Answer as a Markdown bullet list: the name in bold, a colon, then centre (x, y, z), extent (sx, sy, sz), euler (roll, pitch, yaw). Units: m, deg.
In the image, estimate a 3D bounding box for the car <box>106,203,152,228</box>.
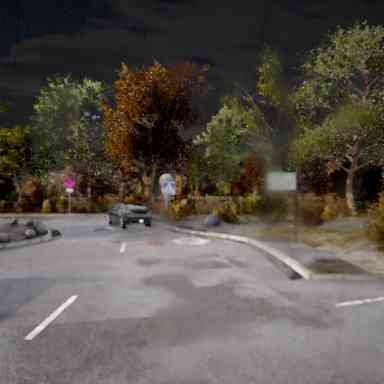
- **car**: centre (-4.206, 1.473, 21.835), extent (1.837, 1.490, 4.892), euler (1, 0, -30)
